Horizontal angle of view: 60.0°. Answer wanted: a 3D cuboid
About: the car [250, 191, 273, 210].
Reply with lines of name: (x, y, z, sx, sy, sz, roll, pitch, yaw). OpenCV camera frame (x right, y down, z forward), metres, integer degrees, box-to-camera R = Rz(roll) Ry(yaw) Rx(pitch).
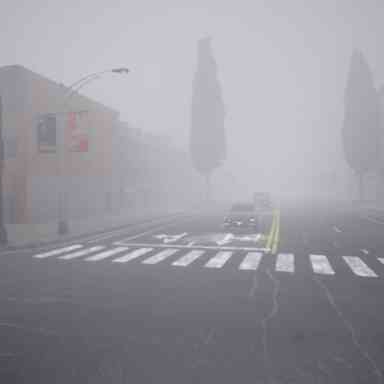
car: (7.792, 0.915, 37.138, 2.150, 2.045, 5.566, 0, 0, 15)

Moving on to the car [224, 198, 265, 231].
car: (3.056, 1.349, 19.432, 1.837, 1.490, 4.892, 0, 0, 15)
